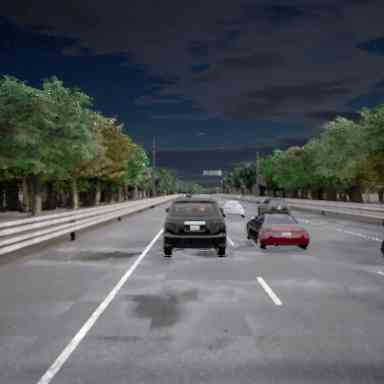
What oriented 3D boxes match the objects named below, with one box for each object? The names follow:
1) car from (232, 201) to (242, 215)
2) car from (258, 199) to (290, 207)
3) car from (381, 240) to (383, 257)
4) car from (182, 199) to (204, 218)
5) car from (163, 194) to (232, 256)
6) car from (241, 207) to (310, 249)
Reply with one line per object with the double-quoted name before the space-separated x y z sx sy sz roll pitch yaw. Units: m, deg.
"car" 3.595 1.524 30.398 1.812 1.442 4.674 0 0 0
"car" 7.093 1.350 29.166 2.097 1.767 4.553 0 0 0
"car" 7.078 1.525 8.941 1.812 1.442 4.674 0 0 0
"car" 0.096 1.476 30.996 1.882 1.535 5.008 0 0 0
"car" 0.095 1.220 13.172 2.150 2.045 5.566 0 0 0
"car" 3.594 1.563 14.625 1.994 1.385 4.181 0 0 0
